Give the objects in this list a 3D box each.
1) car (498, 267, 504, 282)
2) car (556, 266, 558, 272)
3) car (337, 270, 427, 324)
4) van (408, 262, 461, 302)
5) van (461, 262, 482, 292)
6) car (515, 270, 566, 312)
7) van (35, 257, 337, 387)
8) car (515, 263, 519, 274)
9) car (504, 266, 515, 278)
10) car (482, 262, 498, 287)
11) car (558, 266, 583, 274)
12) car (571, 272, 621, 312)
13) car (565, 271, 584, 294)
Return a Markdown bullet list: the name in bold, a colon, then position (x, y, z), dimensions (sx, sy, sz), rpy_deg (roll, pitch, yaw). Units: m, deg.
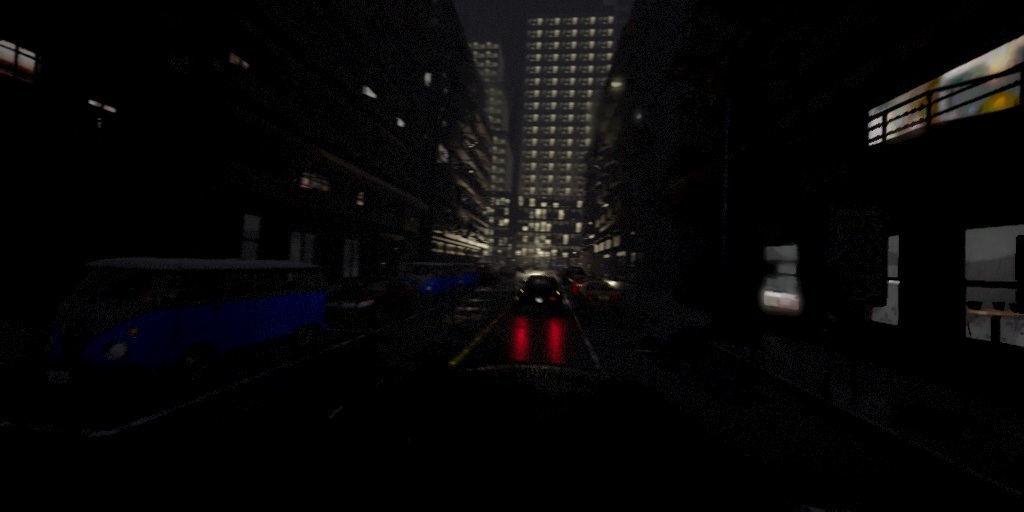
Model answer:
- **car**: position (-2.167, 1.816, 34.315), dimensions (1.802, 1.307, 4.207), rpy_deg (0, 0, 6)
- **car**: position (8.029, 2.617, 56.089), dimensions (1.751, 1.417, 4.829), rpy_deg (0, 0, 6)
- **car**: position (-4.515, 1.304, 11.881), dimensions (1.802, 1.307, 4.207), rpy_deg (0, 0, 6)
- **van**: position (-3.928, 1.190, 17.489), dimensions (1.690, 1.789, 3.998), rpy_deg (0, 0, 6)
- **van**: position (-3.341, 1.318, 23.097), dimensions (1.690, 1.789, 3.998), rpy_deg (0, 0, 6)
- **car**: position (1.313, 1.589, 16.275), dimensions (1.812, 1.442, 4.674), rpy_deg (2, -1, 6)
- **van**: position (-5.103, 0.936, 6.272), dimensions (1.690, 1.789, 3.998), rpy_deg (0, 0, 6)
- **car**: position (-0.423, 2.148, 50.970), dimensions (1.751, 1.417, 4.829), rpy_deg (0, 0, 6)
- **car**: position (-0.993, 2.075, 45.531), dimensions (1.802, 1.307, 4.207), rpy_deg (0, 0, 6)
- **car**: position (-2.754, 1.421, 28.706), dimensions (2.192, 1.841, 5.009), rpy_deg (0, 0, 6)
- **car**: position (5.663, 1.887, 33.487), dimensions (2.192, 1.841, 5.009), rpy_deg (0, 0, 6)
- **car**: position (3.919, 1.713, 16.832), dimensions (1.751, 1.417, 4.829), rpy_deg (0, 0, 6)
- **car**: position (4.488, 1.861, 22.271), dimensions (1.888, 1.381, 4.507), rpy_deg (0, 0, 6)
